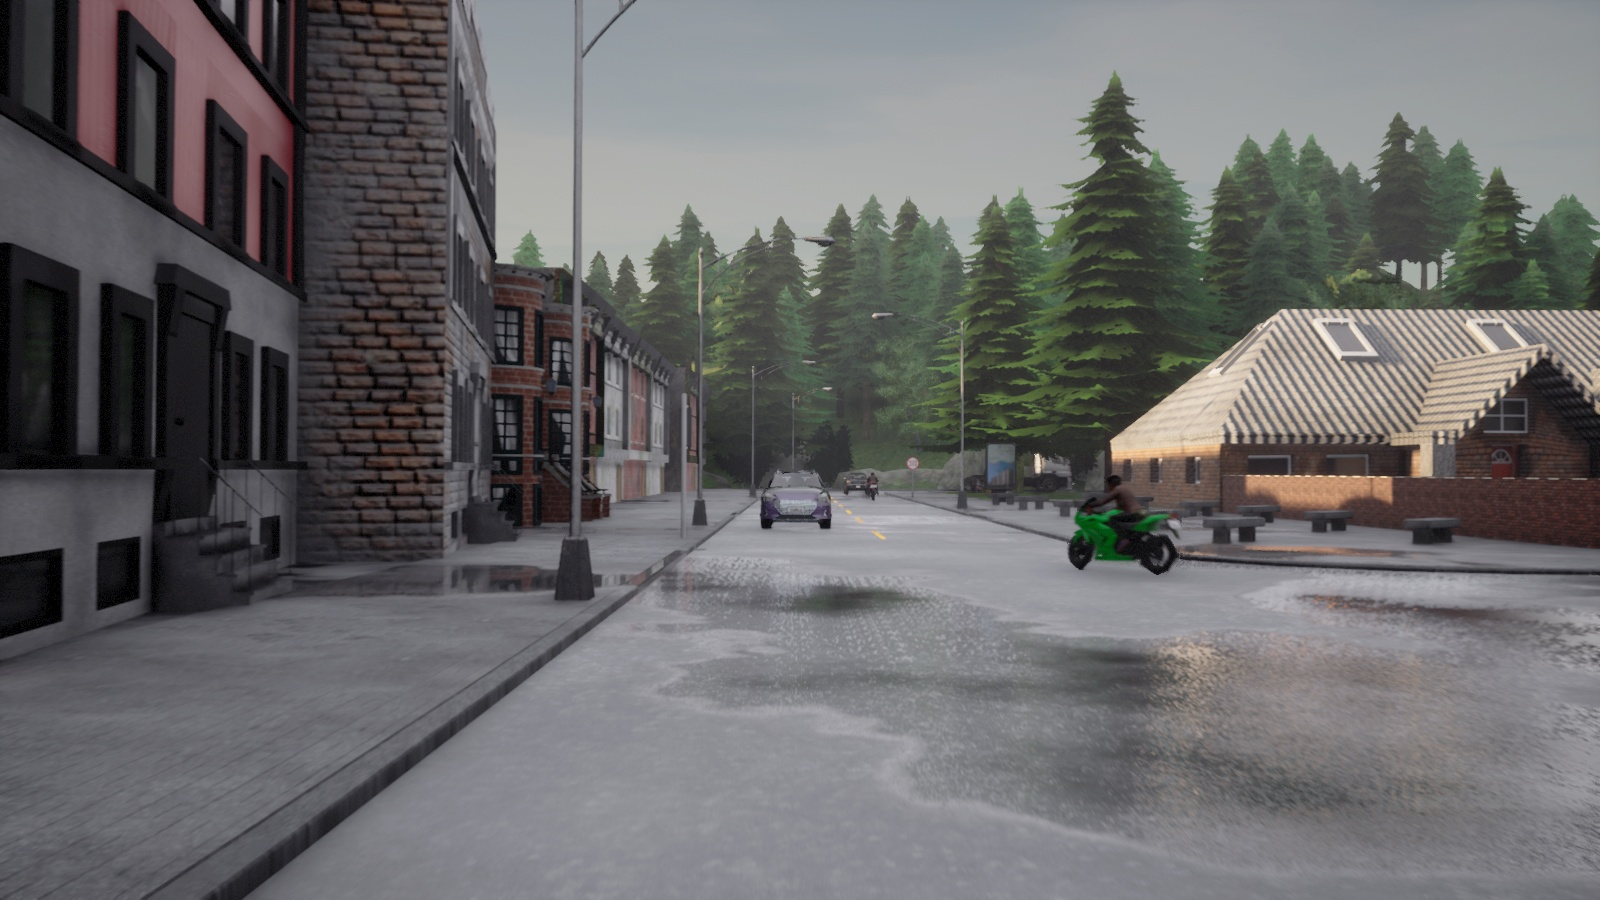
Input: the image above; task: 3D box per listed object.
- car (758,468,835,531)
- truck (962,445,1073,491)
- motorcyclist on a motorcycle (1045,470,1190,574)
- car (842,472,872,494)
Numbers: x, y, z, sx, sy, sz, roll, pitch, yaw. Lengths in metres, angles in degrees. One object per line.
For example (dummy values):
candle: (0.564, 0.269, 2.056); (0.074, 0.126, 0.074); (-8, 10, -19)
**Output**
car: (-0.100, 1.342, 35.631); (2.033, 1.649, 4.856); (0, -1, 0)
truck: (16.507, 1.368, 95.646); (7.936, 3.462, 2.891); (0, -1, -2)
motorcyclist on a motorcycle: (4.929, 1.105, 19.603); (0.797, 1.523, 2.044); (6, -5, -42)
car: (3.866, 2.239, 85.213); (1.816, 1.474, 4.193); (0, -1, 0)
